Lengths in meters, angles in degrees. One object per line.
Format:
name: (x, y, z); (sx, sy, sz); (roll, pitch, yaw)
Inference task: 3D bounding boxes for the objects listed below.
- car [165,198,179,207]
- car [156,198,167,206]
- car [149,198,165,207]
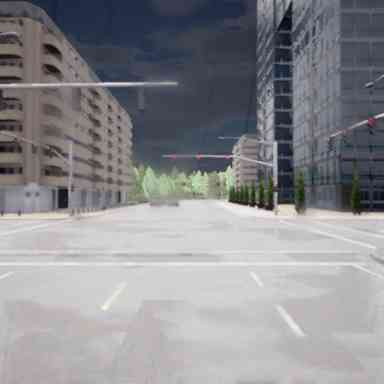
car: (-3.624, 2.070, 65.288); (2.097, 1.767, 4.553); (0, -1, 1)
car: (-6.970, 2.192, 76.082); (2.097, 1.767, 4.553); (0, -1, 1)
car: (-7.112, 2.263, 65.263); (2.033, 1.411, 5.357); (0, -1, 1)
